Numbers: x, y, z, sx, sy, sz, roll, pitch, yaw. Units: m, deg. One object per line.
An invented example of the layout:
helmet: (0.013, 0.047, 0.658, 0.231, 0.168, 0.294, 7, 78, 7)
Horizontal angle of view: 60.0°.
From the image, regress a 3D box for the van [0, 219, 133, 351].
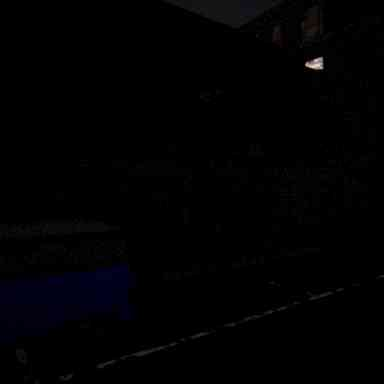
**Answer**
van: (-2.807, 1.339, 4.558, 3.998, 1.788, 1.690, -1, 0, -35)
